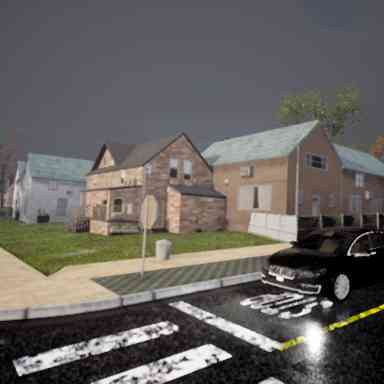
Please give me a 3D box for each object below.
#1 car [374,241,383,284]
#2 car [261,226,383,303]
[{"bbox_3d":[6.130,1.711,6.826,5.357,1.411,2.033,2,-2,-36],"label":"car"},{"bbox_3d":[3.937,1.715,8.796,4.892,1.490,1.837,1,-2,-35],"label":"car"}]
